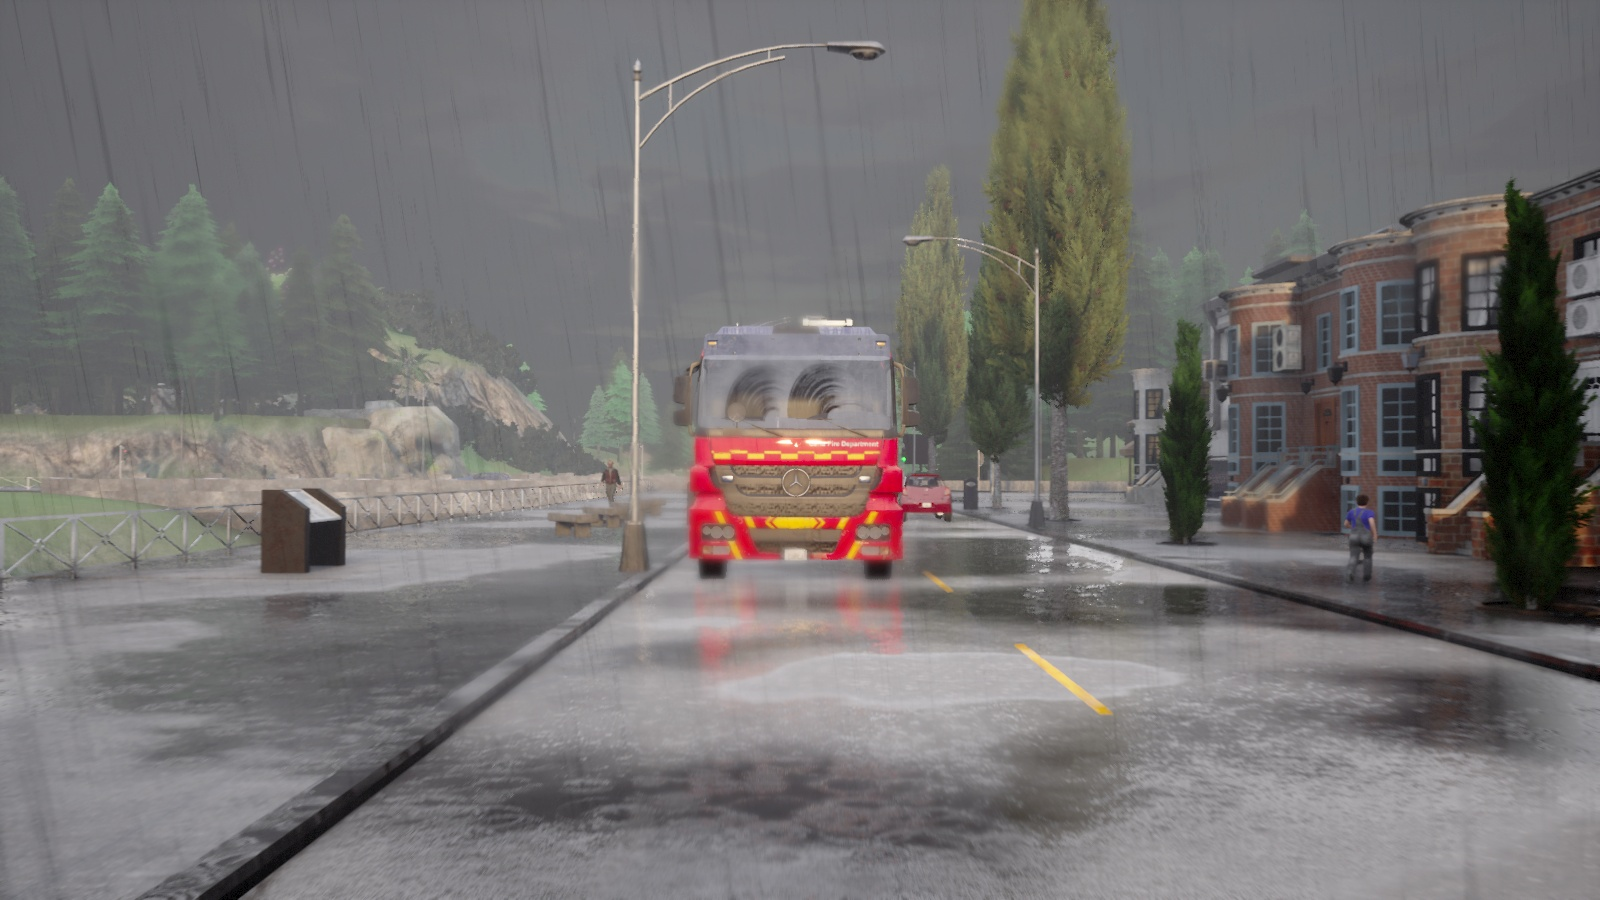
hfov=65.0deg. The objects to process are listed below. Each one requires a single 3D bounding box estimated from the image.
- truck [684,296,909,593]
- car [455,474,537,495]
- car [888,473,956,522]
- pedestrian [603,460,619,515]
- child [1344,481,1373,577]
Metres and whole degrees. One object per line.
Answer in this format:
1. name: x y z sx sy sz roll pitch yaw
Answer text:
1. truck: -0.058 -0.007 20.471 2.891 3.827 8.468 0 -1 0
2. car: -21.677 2.452 89.783 5.357 1.411 2.033 0 -1 0
3. car: 3.894 1.493 40.605 1.845 1.501 3.633 0 -1 0
4. pedestrian: -6.340 1.257 42.237 0.376 1.854 0.720 0 -1 4
5. child: 7.559 1.059 16.995 0.270 1.263 0.437 -1 -1 36
